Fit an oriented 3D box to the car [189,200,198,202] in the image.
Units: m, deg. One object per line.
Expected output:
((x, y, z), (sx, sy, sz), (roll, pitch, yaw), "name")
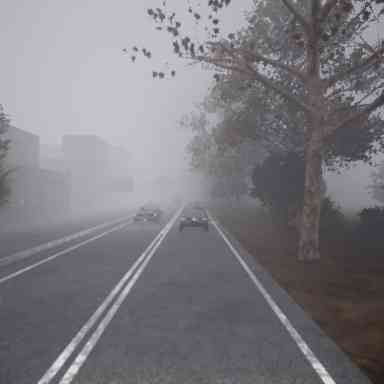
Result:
((0.161, 1.763, 42.710), (1.994, 1.385, 4.181), (0, 0, 0), "car")

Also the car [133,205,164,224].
((-3.322, 1.708, 25.781), (1.895, 1.301, 4.718), (0, 0, 0), "car")

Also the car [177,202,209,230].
((0.118, 1.631, 21.588), (2.033, 1.411, 5.357), (0, 0, 0), "car")

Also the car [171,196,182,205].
((-3.147, 1.667, 66.928), (2.097, 1.767, 4.553), (0, 0, 0), "car")
